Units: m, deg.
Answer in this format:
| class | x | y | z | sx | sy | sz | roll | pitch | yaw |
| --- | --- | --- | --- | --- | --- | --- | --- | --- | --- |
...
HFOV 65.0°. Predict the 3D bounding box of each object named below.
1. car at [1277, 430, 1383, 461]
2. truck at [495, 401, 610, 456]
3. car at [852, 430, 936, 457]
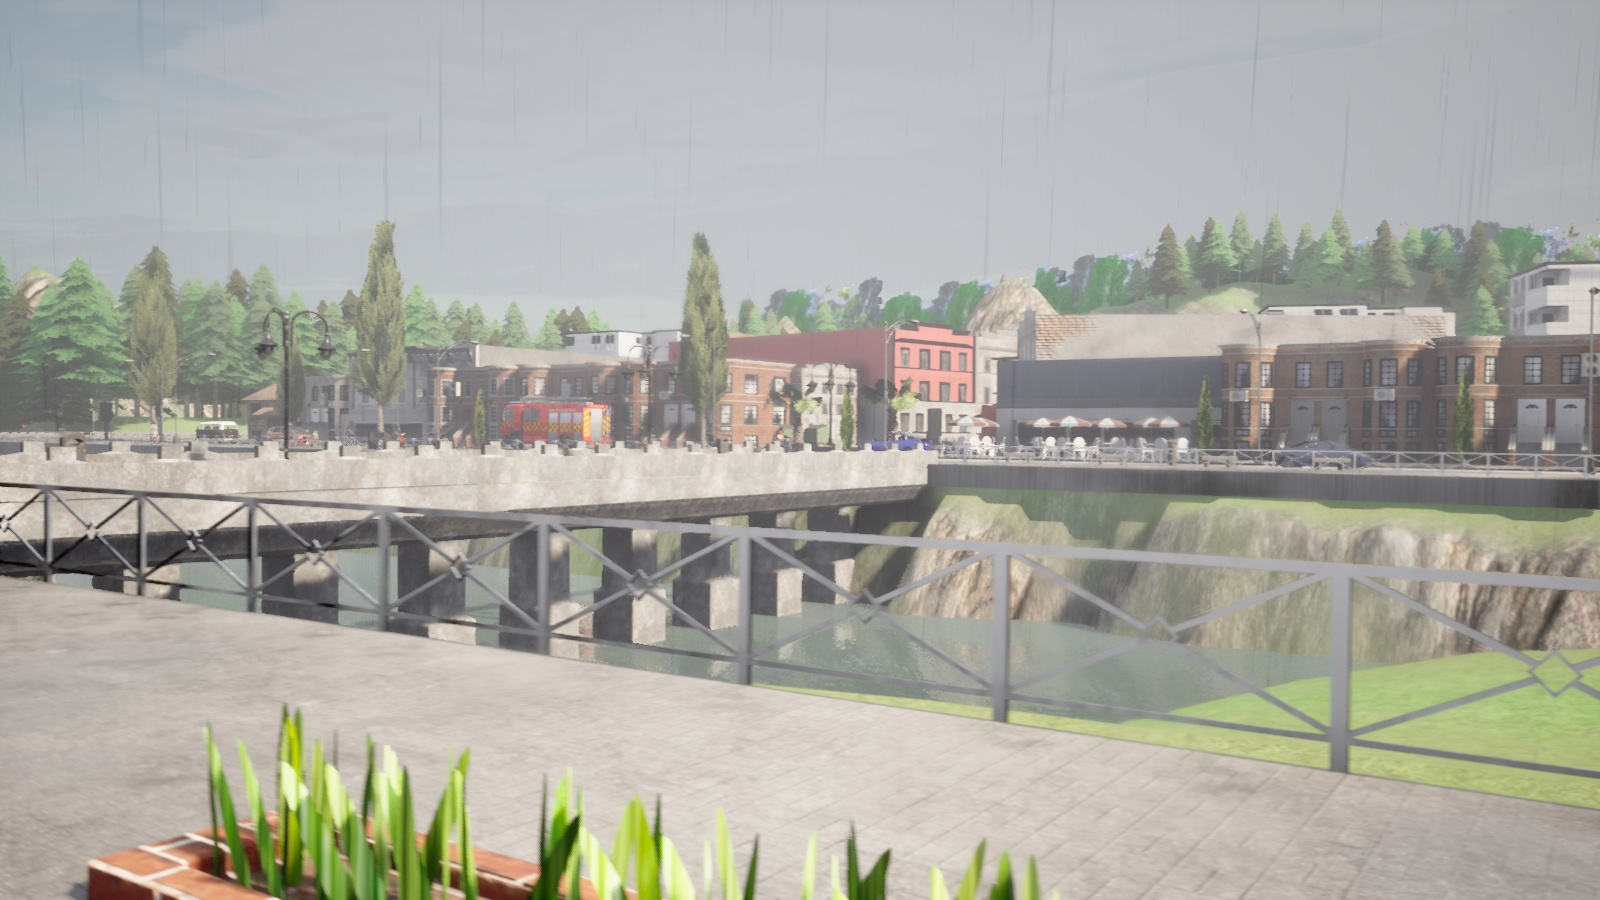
| class | x | y | z | sx | sy | sz | roll | pitch | yaw |
| --- | --- | --- | --- | --- | --- | --- | --- | --- | --- |
| car | 24.214 | -0.207 | 57.386 | 4.181 | 1.385 | 1.994 | 0 | 1 | 34 |
| truck | -17.816 | -1.501 | 90.058 | 8.468 | 3.827 | 2.891 | 0 | 1 | 34 |
| car | 5.574 | -0.390 | 74.553 | 4.514 | 1.525 | 2.007 | 0 | 1 | 34 |
